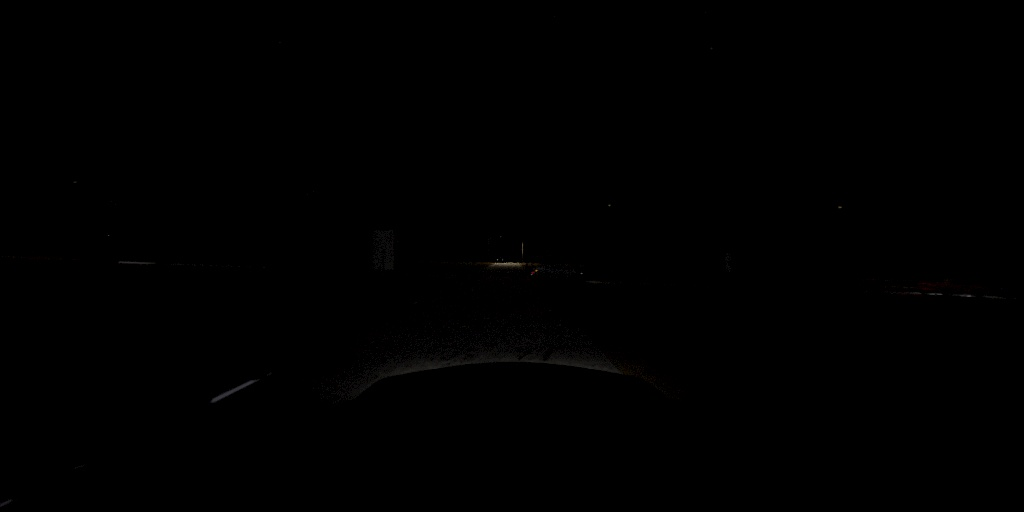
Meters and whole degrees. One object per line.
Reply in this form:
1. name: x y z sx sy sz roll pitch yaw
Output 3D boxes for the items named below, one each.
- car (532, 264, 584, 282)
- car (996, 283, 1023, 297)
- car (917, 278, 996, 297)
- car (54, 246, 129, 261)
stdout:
1. car: 4.094 1.482 32.180 4.674 1.442 1.812 2 -1 0
2. car: 49.140 3.344 35.186 4.718 1.301 1.895 2 -1 0
3. car: 39.750 2.826 32.385 5.008 1.535 1.882 2 -1 0
4. car: -37.320 -0.227 31.948 4.718 1.301 1.895 2 -1 0
